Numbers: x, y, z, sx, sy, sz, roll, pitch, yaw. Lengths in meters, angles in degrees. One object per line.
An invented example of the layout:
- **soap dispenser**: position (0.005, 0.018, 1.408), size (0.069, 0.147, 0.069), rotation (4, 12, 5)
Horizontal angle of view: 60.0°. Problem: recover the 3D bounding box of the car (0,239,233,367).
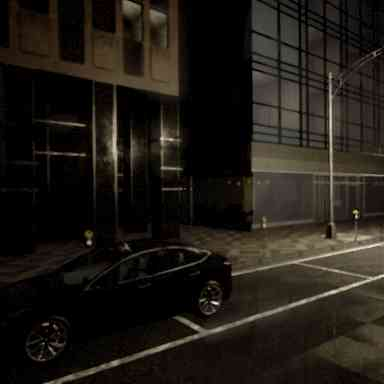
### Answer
- **car**: position (-1.187, 1.578, 5.824), size (4.313, 1.339, 1.947), rotation (0, 0, -36)
